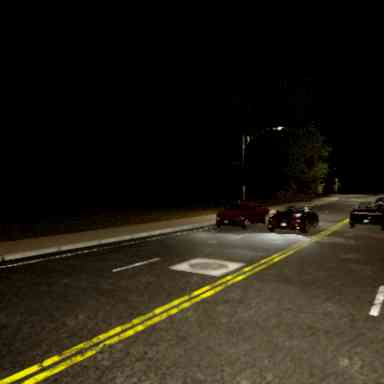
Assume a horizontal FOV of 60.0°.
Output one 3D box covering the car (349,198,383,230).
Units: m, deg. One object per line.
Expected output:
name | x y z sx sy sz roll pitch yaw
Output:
car | 10.679 1.344 19.900 2.128 1.511 4.902 0 0 33

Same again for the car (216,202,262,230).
car | 3.287 1.397 20.826 1.882 1.535 5.008 0 0 33

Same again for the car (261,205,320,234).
car | 5.770 1.465 18.689 1.994 1.385 4.181 0 0 33
